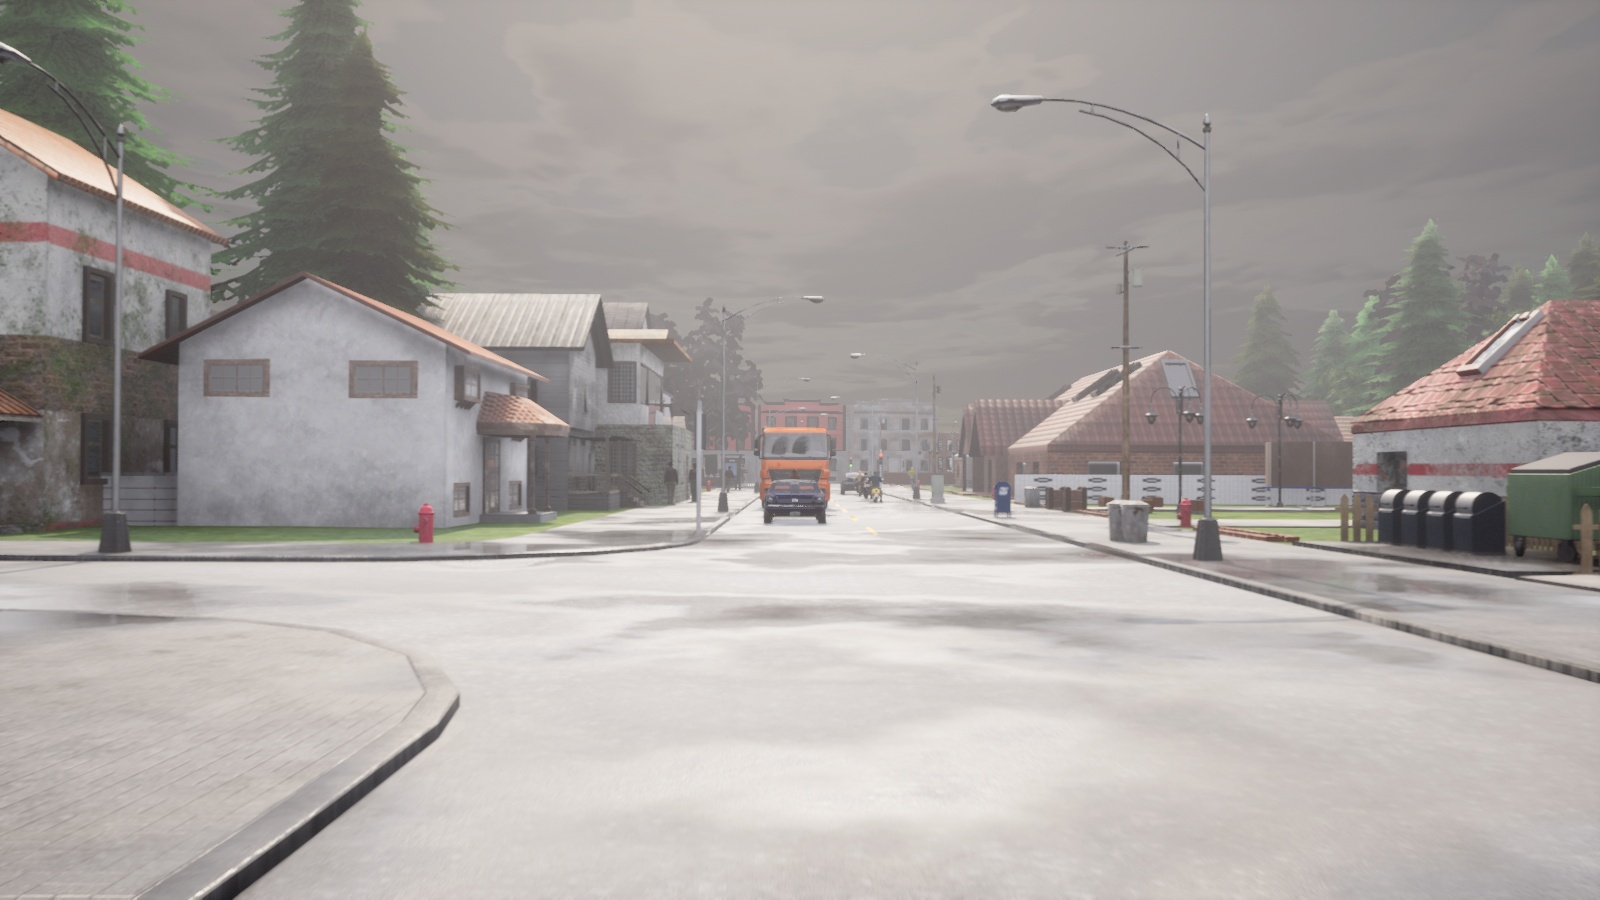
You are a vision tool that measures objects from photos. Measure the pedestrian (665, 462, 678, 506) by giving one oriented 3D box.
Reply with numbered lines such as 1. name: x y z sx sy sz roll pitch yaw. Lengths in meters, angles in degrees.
1. pedestrian: -5.496 1.446 53.742 0.431 1.840 0.703 0 -1 2

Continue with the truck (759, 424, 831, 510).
1. truck: -0.212 0.752 54.888 2.891 3.462 7.936 0 -1 0

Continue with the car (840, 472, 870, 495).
1. car: 3.670 2.219 84.481 1.837 1.490 4.892 0 -1 0

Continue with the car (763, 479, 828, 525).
1. car: -0.154 1.565 38.758 1.895 1.301 4.718 0 -1 -1

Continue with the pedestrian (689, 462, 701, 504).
1. pedestrian: -4.846 1.513 57.883 0.402 1.930 0.666 0 -1 11
